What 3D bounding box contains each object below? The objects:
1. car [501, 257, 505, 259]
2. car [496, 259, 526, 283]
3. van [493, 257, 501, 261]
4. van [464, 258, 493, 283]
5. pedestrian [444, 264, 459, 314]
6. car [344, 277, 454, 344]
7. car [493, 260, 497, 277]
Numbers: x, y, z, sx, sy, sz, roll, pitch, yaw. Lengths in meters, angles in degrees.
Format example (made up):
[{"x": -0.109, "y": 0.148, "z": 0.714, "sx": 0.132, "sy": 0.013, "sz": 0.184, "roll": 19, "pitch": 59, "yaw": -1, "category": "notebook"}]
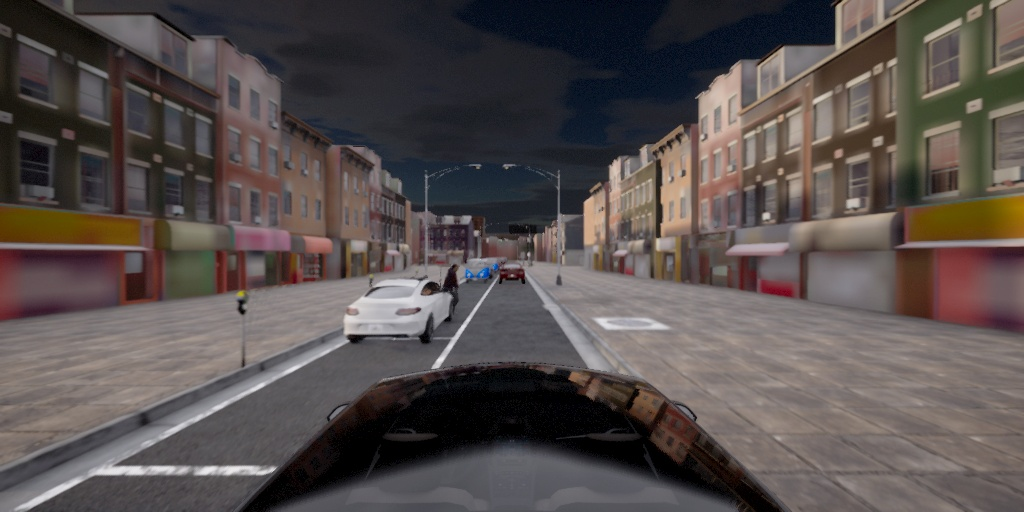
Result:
[{"x": -2.633, "y": 1.141, "z": 54.849, "sx": 2.192, "sy": 1.841, "sz": 5.009, "roll": 0, "pitch": 0, "yaw": 0, "category": "car"}, {"x": 0.033, "y": 1.262, "z": 28.119, "sx": 1.882, "sy": 1.535, "sz": 5.008, "roll": 0, "pitch": 0, "yaw": 1, "category": "car"}, {"x": -2.634, "y": 1.147, "z": 43.981, "sx": 1.690, "sy": 1.789, "sz": 3.998, "roll": 0, "pitch": 0, "yaw": 0, "category": "van"}, {"x": -2.636, "y": 1.121, "z": 27.680, "sx": 1.690, "sy": 1.789, "sz": 3.998, "roll": 0, "pitch": 0, "yaw": 0, "category": "van"}, {"x": -2.081, "y": 1.055, "z": 12.368, "sx": 0.375, "sy": 1.860, "sz": 0.375, "roll": 0, "pitch": 0, "yaw": 0, "category": "pedestrian"}, {"x": -2.749, "y": 1.284, "z": 9.536, "sx": 1.812, "sy": 1.442, "sz": 4.674, "roll": 0, "pitch": 0, "yaw": 0, "category": "car"}, {"x": -2.635, "y": 1.354, "z": 33.114, "sx": 1.948, "sy": 1.339, "sz": 4.313, "roll": 0, "pitch": 0, "yaw": 0, "category": "car"}]
